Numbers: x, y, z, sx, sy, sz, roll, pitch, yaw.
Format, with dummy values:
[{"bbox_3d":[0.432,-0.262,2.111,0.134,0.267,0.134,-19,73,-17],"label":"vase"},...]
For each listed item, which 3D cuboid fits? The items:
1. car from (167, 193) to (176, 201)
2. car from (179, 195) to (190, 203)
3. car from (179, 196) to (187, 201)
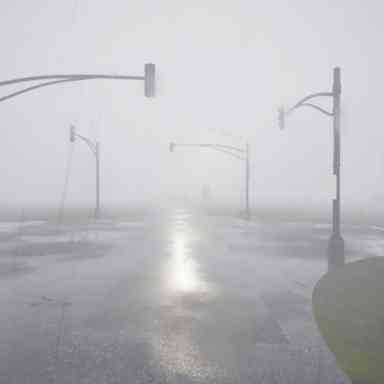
[{"bbox_3d":[-4.548,1.007,73.879,2.097,1.767,4.553,0,0,-3],"label":"car"},{"bbox_3d":[-1.565,1.378,69.784,2.097,1.767,4.553,0,0,-3],"label":"car"},{"bbox_3d":[-2.159,1.552,79.858,1.895,1.301,4.718,0,0,-4],"label":"car"}]
